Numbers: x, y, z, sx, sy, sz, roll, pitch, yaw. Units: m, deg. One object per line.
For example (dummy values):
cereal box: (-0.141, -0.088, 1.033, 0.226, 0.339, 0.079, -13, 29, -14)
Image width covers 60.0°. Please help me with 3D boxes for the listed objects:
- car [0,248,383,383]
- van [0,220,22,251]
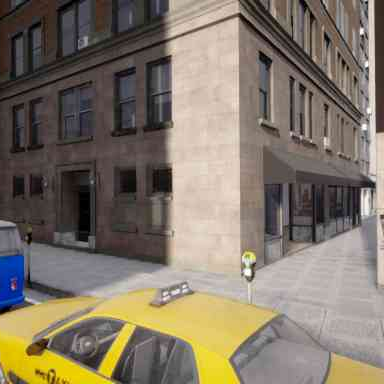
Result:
car: (-0.391, 1.526, 3.139, 4.829, 1.417, 1.752, 0, -1, 36)
van: (-4.865, 1.342, 6.344, 3.998, 1.788, 1.690, 0, -1, 36)
